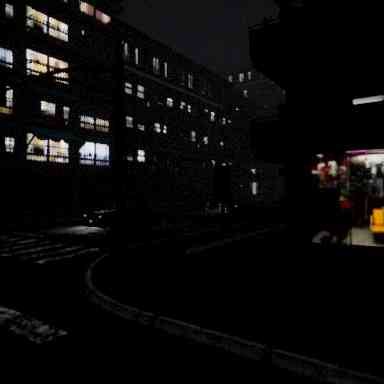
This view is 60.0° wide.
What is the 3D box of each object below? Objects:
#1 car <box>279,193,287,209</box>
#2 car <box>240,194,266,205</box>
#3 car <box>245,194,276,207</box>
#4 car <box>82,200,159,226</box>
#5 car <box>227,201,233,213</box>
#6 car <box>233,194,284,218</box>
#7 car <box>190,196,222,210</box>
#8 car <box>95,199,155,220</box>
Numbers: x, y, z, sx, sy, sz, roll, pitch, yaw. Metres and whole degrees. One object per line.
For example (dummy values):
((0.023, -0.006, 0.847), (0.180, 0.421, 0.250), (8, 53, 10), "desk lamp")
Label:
((8.421, 1.069, 29.889), (1.802, 1.307, 4.206), (1, 1, 35), "car")
((8.114, 0.924, 44.005), (1.802, 1.307, 4.206), (1, 1, 35), "car")
((8.240, 0.987, 39.682), (1.895, 1.301, 4.718), (0, 1, 35), "car")
((-4.428, 1.286, 21.731), (2.033, 1.411, 5.357), (0, 1, 35), "car")
((4.811, 1.104, 29.280), (1.994, 1.385, 4.181), (0, 1, 35), "car")
((5.219, 1.122, 25.220), (1.887, 1.381, 4.507), (1, 1, 35), "car")
((1.592, 1.089, 34.754), (1.947, 1.339, 4.313), (1, 1, 35), "car")
((-5.036, 1.272, 25.570), (1.947, 1.339, 4.313), (1, 1, 35), "car")
